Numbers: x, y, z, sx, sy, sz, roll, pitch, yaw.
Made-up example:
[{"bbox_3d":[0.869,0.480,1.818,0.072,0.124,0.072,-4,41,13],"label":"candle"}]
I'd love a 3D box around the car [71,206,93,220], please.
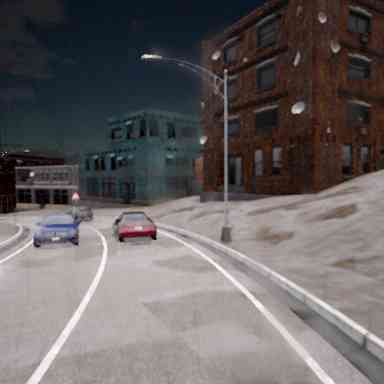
[{"bbox_3d":[-11.983,2.254,35.204,2.128,1.511,4.902,-2,-1,-35],"label":"car"}]

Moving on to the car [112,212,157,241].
[{"bbox_3d":[-3.182,1.760,18.021,1.994,1.385,4.181,-1,-1,-17],"label":"car"}]

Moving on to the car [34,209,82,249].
[{"bbox_3d":[-6.462,1.774,16.244,1.812,1.442,4.674,-1,-1,-18],"label":"car"}]
